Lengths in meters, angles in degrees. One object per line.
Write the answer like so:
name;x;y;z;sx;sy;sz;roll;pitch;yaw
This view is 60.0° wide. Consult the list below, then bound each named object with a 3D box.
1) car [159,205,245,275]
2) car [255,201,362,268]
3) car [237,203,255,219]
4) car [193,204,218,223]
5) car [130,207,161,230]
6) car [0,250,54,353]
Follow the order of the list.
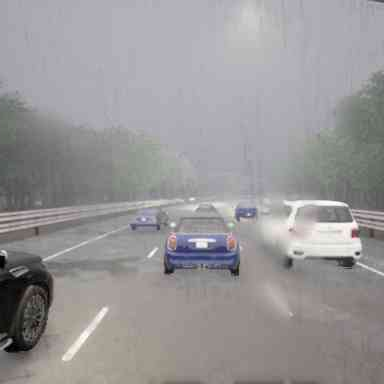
car;0.320;1.432;10.888;2.097;1.767;4.553;0;0;2
car;3.831;1.311;11.738;2.150;2.045;5.566;0;0;2
car;4.821;1.696;29.709;1.882;1.535;5.008;0;0;4
car;1.240;1.771;28.715;1.994;1.385;4.181;0;0;4
car;-2.715;1.704;22.154;2.033;1.411;5.357;0;0;3
car;-3.354;1.241;3.090;2.150;2.045;5.566;0;0;1
